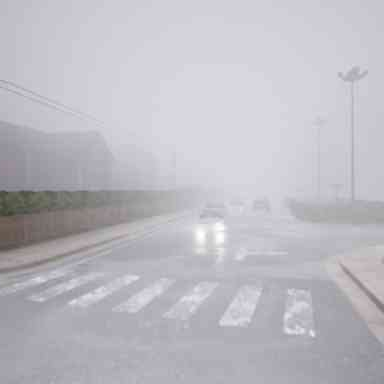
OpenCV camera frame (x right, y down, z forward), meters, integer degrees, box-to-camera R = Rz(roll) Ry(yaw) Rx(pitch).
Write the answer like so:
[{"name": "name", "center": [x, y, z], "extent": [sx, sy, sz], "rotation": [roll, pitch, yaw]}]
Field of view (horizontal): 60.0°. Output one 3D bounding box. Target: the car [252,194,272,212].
[{"name": "car", "center": [7.549, 1.337, 36.072], "extent": [2.128, 1.511, 4.902], "rotation": [0, 0, 13]}]

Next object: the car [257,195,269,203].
[{"name": "car", "center": [13.345, 1.238, 62.127], "extent": [2.033, 1.411, 5.357], "rotation": [0, 0, 13]}]

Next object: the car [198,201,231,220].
[{"name": "car", "center": [1.816, 1.509, 27.203], "extent": [1.895, 1.301, 4.718], "rotation": [0, 0, 13]}]

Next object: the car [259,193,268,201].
[{"name": "car", "center": [15.614, 1.056, 72.235], "extent": [1.812, 1.442, 4.674], "rotation": [0, 0, 13]}]

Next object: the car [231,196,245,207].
[{"name": "car", "center": [6.555, 1.340, 47.861], "extent": [2.033, 1.411, 5.357], "rotation": [0, 0, 13]}]

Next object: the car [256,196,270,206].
[{"name": "car", "center": [10.811, 1.323, 50.411], "extent": [1.994, 1.385, 4.181], "rotation": [0, 0, 12]}]
